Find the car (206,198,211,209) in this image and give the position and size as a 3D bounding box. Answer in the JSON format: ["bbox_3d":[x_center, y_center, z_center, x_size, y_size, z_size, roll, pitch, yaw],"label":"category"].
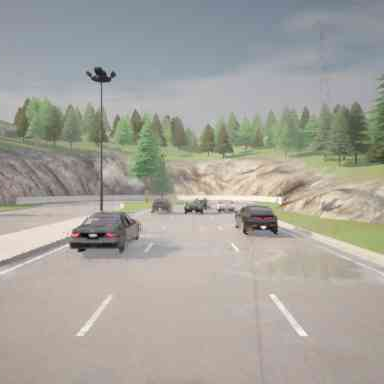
[{"bbox_3d":[1.311,1.491,44.175,2.128,1.511,4.902,0,0,11],"label":"car"}]

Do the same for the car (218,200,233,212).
[{"bbox_3d":[3.866,1.601,37.942,1.895,1.301,4.718,0,0,3],"label":"car"}]

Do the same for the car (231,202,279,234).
[{"bbox_3d":[3.600,1.505,19.137,1.837,1.490,4.892,0,0,0],"label":"car"}]

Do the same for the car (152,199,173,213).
[{"bbox_3d":[-3.196,1.501,36.470,1.837,1.490,4.892,0,-1,2],"label":"car"}]

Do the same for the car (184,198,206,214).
[{"bbox_3d":[0.246,1.601,34.953,1.895,1.301,4.718,0,0,2],"label":"car"}]

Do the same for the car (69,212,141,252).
[{"bbox_3d":[-3.400,1.547,13.928,2.033,1.411,5.357,0,0,0],"label":"car"}]
